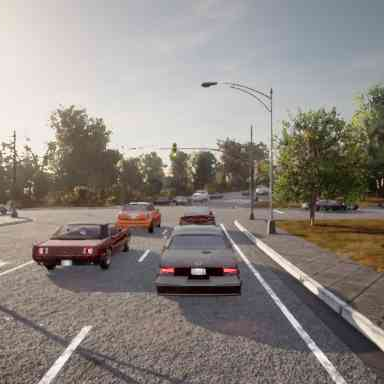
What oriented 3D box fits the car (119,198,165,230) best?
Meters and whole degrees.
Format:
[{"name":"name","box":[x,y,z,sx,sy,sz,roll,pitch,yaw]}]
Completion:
[{"name":"car","box":[-3.132,1.397,20.334,2.097,1.767,4.553,0,0,2]}]

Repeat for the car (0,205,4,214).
[{"name":"car","box":[-3.408,1.222,1.359,2.150,2.045,5.566,0,0,-1]}]

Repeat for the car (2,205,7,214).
[{"name":"car","box":[-21.556,1.708,32.839,4.902,1.511,2.128,-1,0,4]}]

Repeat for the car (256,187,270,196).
[{"name":"car","box":[17.866,0.264,83.786,1.895,1.301,4.718,0,3,33]}]

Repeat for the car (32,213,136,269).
[{"name":"car","box":[-3.336,1.618,11.142,1.895,1.301,4.718,0,0,1]}]

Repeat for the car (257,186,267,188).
[{"name":"car","box":[20.017,-0.763,93.188,2.150,2.045,5.566,0,3,38]}]

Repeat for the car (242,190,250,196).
[{"name":"car","box":[14.325,0.261,84.711,2.128,1.511,4.902,0,3,33]}]

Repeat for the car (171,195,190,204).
[{"name":"car","box":[-2.197,1.472,66.443,2.033,1.411,5.357,0,2,20]}]

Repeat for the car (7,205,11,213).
[{"name":"car","box":[-22.425,1.745,36.385,4.902,1.511,2.128,-1,0,2]}]

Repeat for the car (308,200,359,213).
[{"name":"car","box":[16.123,1.646,37.739,4.718,1.301,1.895,-1,0,4]}]

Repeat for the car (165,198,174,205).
[{"name":"car","box":[-5.152,1.715,57.272,1.895,1.301,4.718,0,1,16]}]

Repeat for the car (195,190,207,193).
[{"name":"car","box":[1.862,0.733,76.258,2.150,2.045,5.566,0,2,23]}]

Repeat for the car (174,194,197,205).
[{"name":"car","box":[-1.320,1.636,58.035,2.033,1.411,5.357,0,1,15]}]

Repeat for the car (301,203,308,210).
[{"name":"car","box":[16.053,1.662,41.249,4.718,1.301,1.895,-1,0,4]}]

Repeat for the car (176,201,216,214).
[{"name":"car","box":[0.336,1.518,18.706,1.882,1.535,5.008,0,0,2]}]

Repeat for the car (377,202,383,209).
[{"name":"car","box":[25.750,1.401,40.656,5.357,1.411,2.033,-2,0,3]}]

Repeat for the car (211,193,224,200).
[{"name":"car","box":[5.682,1.021,76.188,1.895,1.301,4.718,0,3,26]}]

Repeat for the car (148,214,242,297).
[{"name":"car","box":[0.144,1.558,8.792,2.033,1.411,5.357,0,0,0]}]

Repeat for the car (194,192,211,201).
[{"name":"car","box":[1.736,1.388,66.957,1.812,1.442,4.674,0,2,21]}]
